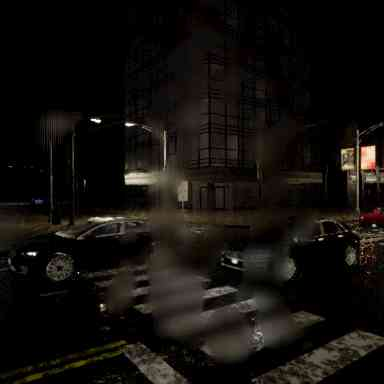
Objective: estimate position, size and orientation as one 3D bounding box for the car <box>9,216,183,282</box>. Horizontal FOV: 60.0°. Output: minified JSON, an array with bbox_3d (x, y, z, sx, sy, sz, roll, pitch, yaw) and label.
[{"bbox_3d":[-2.587,1.491,9.805,4.902,1.511,2.128,0,0,-35],"label":"car"}]

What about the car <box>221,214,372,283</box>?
[{"bbox_3d":[3.059,1.505,9.817,4.892,1.490,1.837,0,0,-35],"label":"car"}]

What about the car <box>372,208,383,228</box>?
[{"bbox_3d":[12.209,1.605,20.268,4.718,1.301,1.895,0,0,-35],"label":"car"}]

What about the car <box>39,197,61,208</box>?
[{"bbox_3d":[-21.823,1.708,51.512,1.895,1.301,4.718,0,0,-35],"label":"car"}]

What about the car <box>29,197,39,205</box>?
[{"bbox_3d":[-28.697,1.691,61.444,2.033,1.411,5.357,0,0,-36],"label":"car"}]
